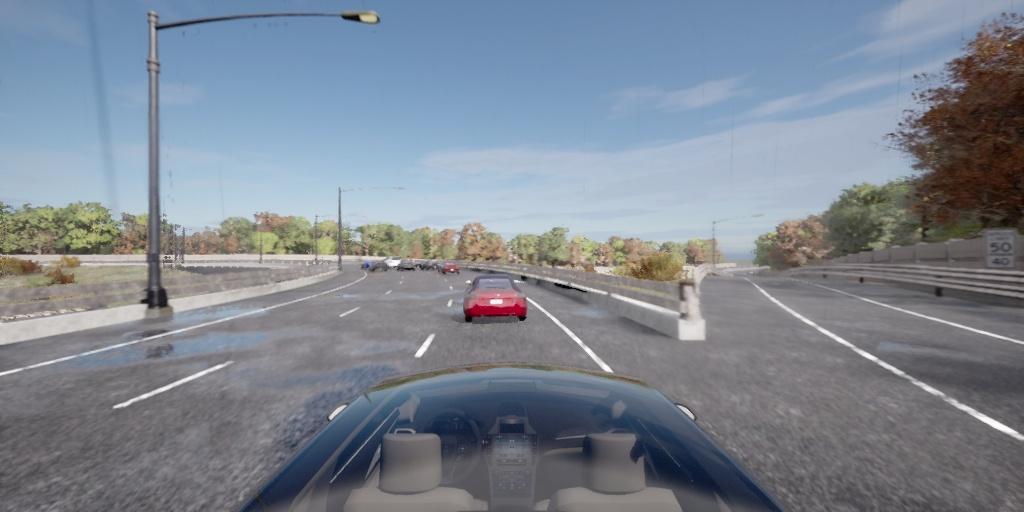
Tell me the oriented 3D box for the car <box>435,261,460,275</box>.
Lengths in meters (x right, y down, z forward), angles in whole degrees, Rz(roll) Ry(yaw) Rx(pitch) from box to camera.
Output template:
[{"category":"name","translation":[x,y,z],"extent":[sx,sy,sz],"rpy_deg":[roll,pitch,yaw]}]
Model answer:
[{"category":"car","translation":[-7.184,1.326,40.537],"extent":[1.812,1.442,4.674],"rpy_deg":[0,0,-20]}]

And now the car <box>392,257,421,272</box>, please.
[{"category":"car","translation":[-14.472,1.326,49.060],"extent":[2.128,1.511,4.902],"rpy_deg":[0,0,-28]}]

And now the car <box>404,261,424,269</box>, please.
[{"category":"car","translation":[-16.398,1.446,59.974],"extent":[1.895,1.301,4.718],"rpy_deg":[0,0,-34]}]

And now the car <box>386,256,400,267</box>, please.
[{"category":"car","translation":[-19.403,1.079,58.177],"extent":[2.150,2.045,5.566],"rpy_deg":[0,0,-34]}]

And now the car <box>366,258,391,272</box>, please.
[{"category":"car","translation":[-17.904,1.358,48.075],"extent":[1.837,1.490,4.892],"rpy_deg":[0,0,-28]}]

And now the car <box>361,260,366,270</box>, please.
[{"category":"car","translation":[-22.388,1.357,56.354],"extent":[1.882,1.535,5.008],"rpy_deg":[0,0,-34]}]

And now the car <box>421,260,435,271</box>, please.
[{"category":"car","translation":[-11.534,1.344,50.977],"extent":[1.812,1.442,4.674],"rpy_deg":[0,0,-28]}]

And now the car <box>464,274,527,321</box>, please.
[{"category":"car","translation":[-0.668,1.323,12.561],"extent":[1.994,1.385,4.181],"rpy_deg":[0,0,-6]}]
